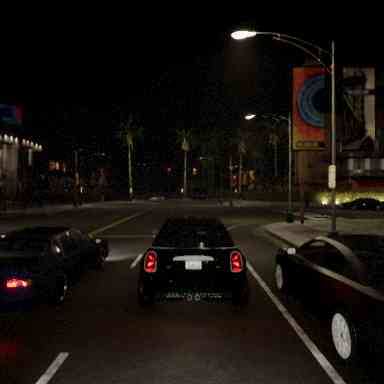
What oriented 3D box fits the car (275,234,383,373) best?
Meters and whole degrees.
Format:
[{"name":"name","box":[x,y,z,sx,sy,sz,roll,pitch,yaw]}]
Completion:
[{"name":"car","box":[2.880,1.473,5.815,2.097,1.535,5.008,0,0,-1]}]

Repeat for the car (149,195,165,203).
[{"name":"car","box":[-7.165,1.449,68.422,1.812,1.442,4.674,0,0,22]}]

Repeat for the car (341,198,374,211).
[{"name":"car","box":[20.580,1.460,40.104,4.892,1.490,1.837,0,0,-1]}]

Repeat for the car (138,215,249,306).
[{"name":"car","box":[0.032,1.343,8.153,2.097,1.767,4.553,0,0,0]}]

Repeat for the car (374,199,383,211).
[{"name":"car","box":[23.400,1.437,36.640,5.008,1.535,1.882,0,0,-1]}]

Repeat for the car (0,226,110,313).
[{"name":"car","box":[-3.469,1.538,7.934,2.033,1.411,5.357,0,0,0]}]

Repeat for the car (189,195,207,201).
[{"name":"car","box":[1.621,1.449,82.287,2.033,1.411,5.357,0,0,40]}]

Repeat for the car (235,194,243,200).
[{"name":"car","box":[14.156,1.391,92.181,4.892,1.490,1.837,0,0,-32]}]
